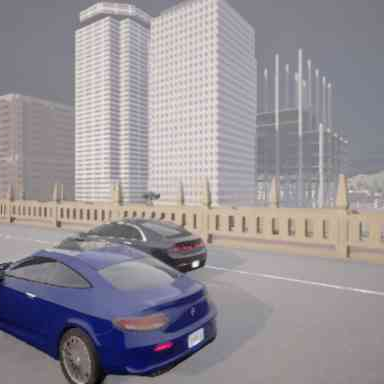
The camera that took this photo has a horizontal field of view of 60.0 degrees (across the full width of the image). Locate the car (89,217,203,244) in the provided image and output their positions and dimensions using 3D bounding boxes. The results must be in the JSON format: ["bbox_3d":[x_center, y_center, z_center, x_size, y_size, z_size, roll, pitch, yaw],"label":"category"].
[{"bbox_3d":[-1.888,1.499,9.576,4.892,1.490,1.837,1,0,35],"label":"car"}]

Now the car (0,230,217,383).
[{"bbox_3d":[-1.824,1.521,5.226,4.674,1.442,1.812,0,0,36],"label":"car"}]
